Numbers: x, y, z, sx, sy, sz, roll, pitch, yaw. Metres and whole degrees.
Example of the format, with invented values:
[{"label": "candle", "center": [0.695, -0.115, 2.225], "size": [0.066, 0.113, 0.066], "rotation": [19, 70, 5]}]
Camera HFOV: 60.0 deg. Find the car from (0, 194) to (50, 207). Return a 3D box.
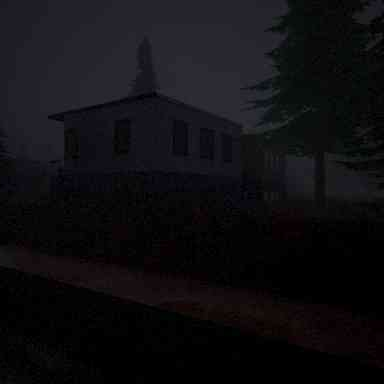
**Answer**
[{"label": "car", "center": [-14.710, 1.202, 29.549], "size": [2.150, 2.045, 5.566], "rotation": [0, 0, 27]}]
